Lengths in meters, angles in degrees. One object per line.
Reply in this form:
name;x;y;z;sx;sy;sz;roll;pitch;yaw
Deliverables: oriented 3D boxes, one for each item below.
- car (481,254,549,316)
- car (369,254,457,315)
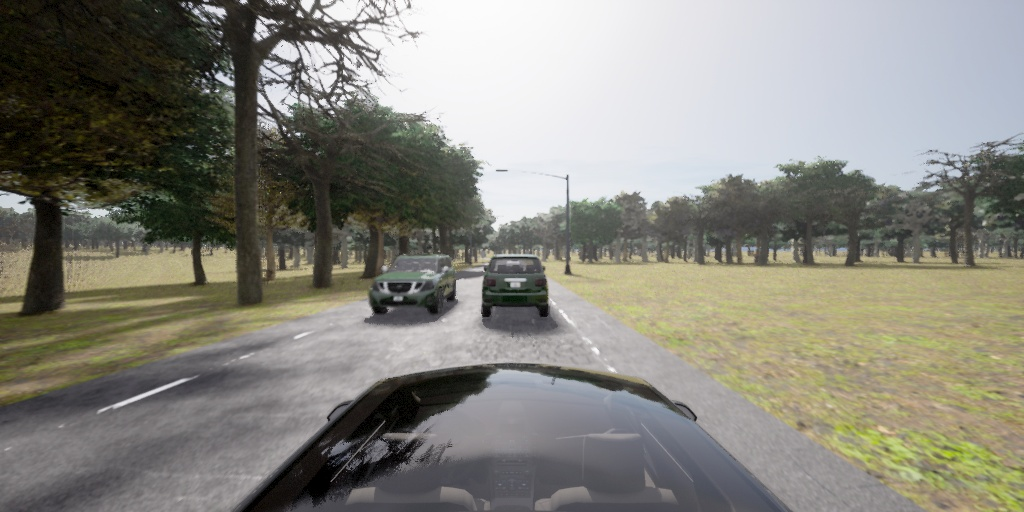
car;0.104;0.948;13.319;2.150;2.045;5.566;0;0;0
car;-3.494;0.947;13.775;2.150;2.045;5.566;0;0;0
